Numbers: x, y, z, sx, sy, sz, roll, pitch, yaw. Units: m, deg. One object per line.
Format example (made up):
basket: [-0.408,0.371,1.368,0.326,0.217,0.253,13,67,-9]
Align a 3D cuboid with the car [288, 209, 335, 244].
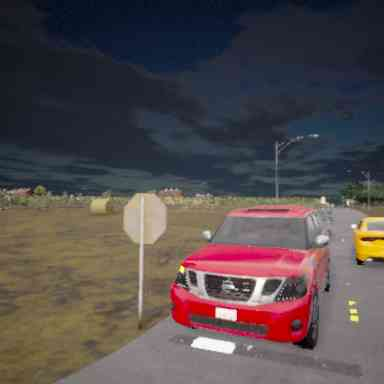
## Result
car: [6.800,1.797,18.580,2.128,1.511,4.902,-1,-1,24]

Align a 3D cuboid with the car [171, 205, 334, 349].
car: [1.663,1.345,7.057,2.150,2.045,5.566,-1,-1,26]

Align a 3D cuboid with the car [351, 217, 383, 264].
car: [7.001,1.665,12.170,1.882,1.535,5.008,-1,-1,25]

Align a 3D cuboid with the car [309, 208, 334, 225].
car: [11.468,2.084,29.274,1.895,1.301,4.718,-1,-1,24]
